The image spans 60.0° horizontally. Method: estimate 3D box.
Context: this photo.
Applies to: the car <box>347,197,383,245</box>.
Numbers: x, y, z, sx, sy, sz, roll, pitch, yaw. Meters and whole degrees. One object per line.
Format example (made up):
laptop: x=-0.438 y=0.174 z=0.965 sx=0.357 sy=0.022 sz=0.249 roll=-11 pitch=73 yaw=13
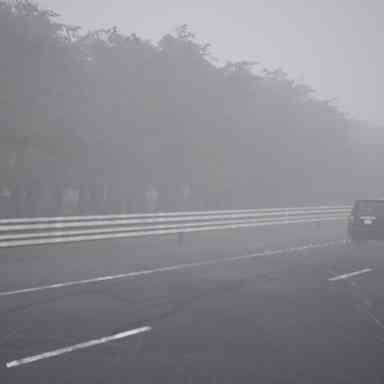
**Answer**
car: x=9.007 y=1.256 z=14.479 sx=5.566 sy=2.045 sz=2.150 roll=0 pitch=0 yaw=-36
